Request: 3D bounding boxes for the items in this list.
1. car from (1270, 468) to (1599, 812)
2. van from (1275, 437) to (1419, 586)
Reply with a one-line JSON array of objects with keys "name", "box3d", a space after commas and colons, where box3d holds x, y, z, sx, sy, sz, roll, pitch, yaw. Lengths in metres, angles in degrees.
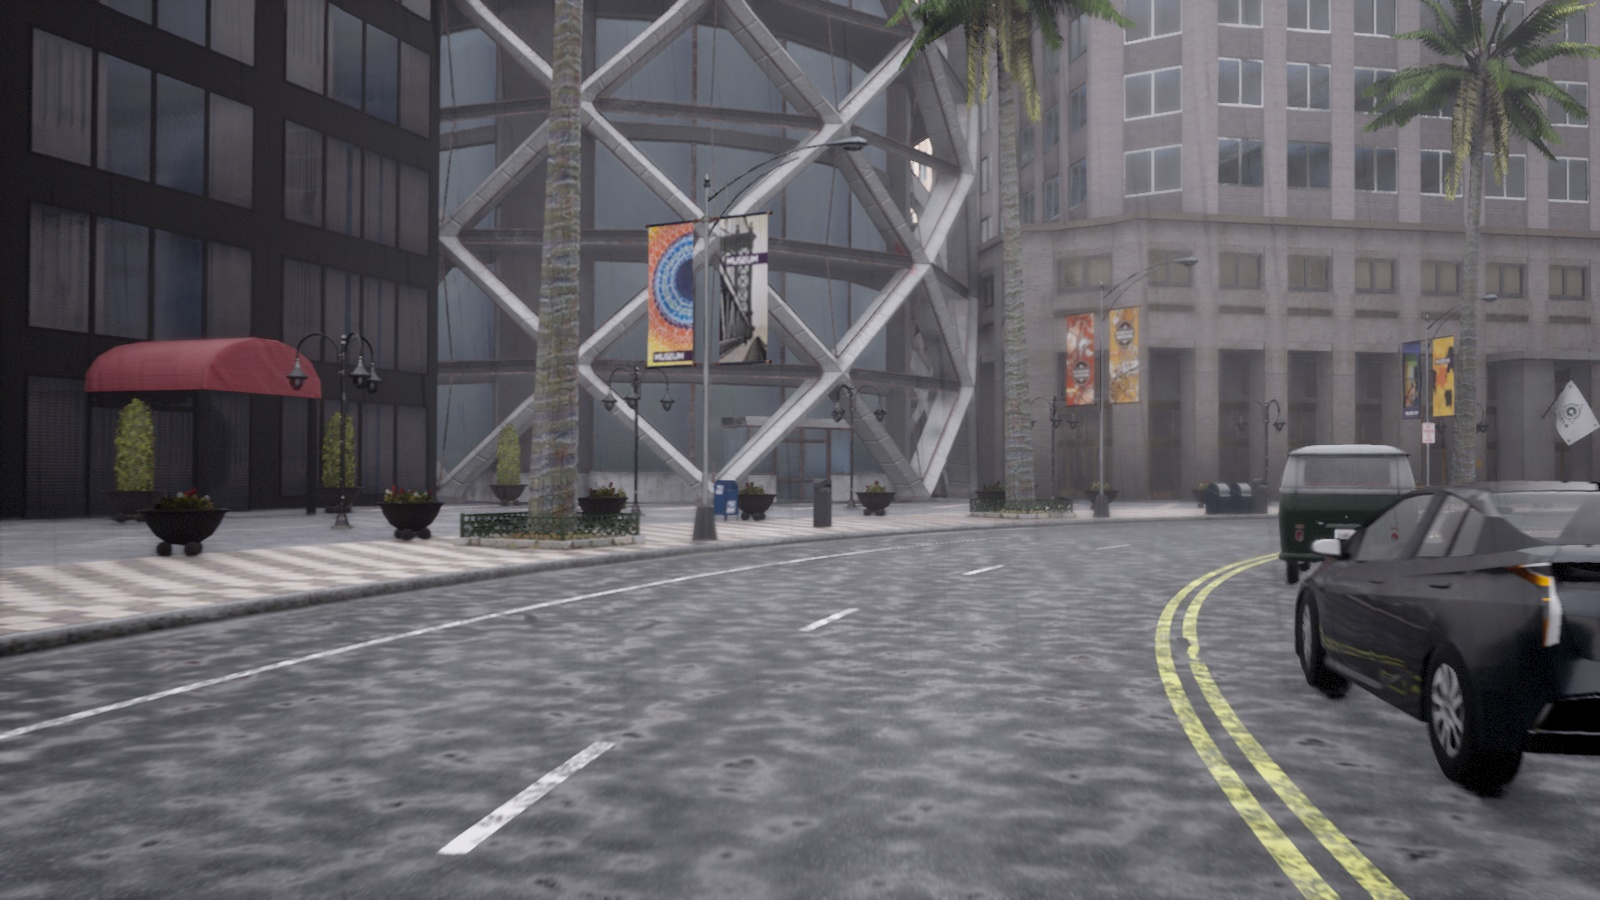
[{"name": "car", "box3d": [4.393, 0.876, 7.716, 2.007, 1.525, 4.514, 0, -1, 10]}, {"name": "van", "box3d": [8.391, 0.859, 19.107, 1.775, 1.987, 4.442, -1, -1, 26]}]
